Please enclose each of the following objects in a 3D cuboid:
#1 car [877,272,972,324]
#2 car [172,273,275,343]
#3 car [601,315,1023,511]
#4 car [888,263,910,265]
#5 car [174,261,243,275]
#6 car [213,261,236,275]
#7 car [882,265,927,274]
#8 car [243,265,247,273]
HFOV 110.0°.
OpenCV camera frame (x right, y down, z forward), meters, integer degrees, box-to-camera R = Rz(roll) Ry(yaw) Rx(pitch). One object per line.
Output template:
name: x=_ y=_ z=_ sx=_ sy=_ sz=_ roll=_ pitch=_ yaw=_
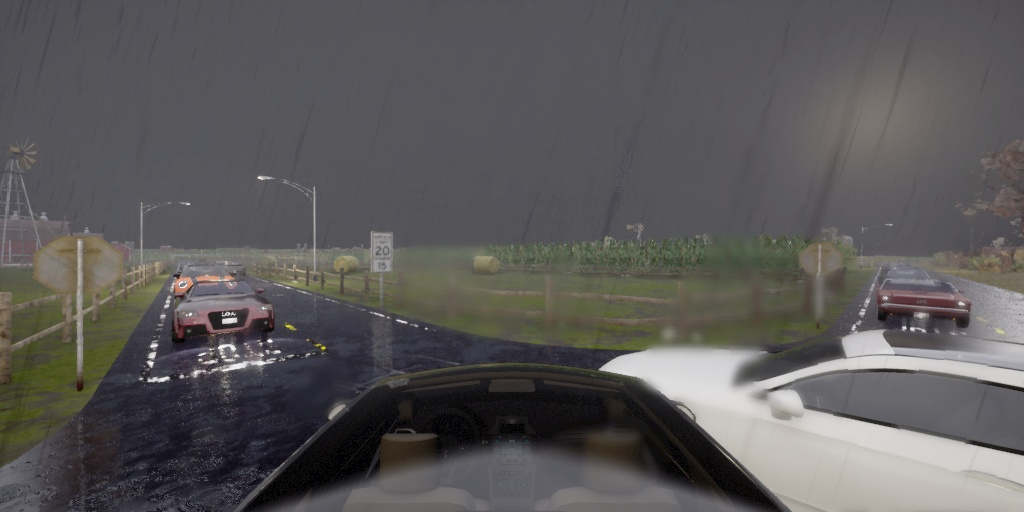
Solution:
car: x=13.342 y=1.401 z=11.796 sx=4.718 sy=1.301 sz=1.895 roll=0 pitch=1 yaw=-44
car: x=-8.091 y=1.362 z=9.987 sx=1.994 sy=1.385 sz=4.181 roll=0 pitch=0 yaw=-43
car: x=2.805 y=1.293 z=2.569 sx=1.812 sy=1.442 sz=4.674 roll=0 pitch=1 yaw=-45
car: x=26.972 y=1.409 z=24.829 sx=4.181 sy=1.385 sz=1.994 roll=0 pitch=1 yaw=-44
car: x=-13.967 y=1.154 z=16.380 sx=2.097 sy=1.767 sz=4.553 roll=0 pitch=0 yaw=-43
car: x=-34.367 y=1.343 z=42.752 sx=1.837 sy=1.490 sz=4.892 roll=0 pitch=0 yaw=-42
car: x=20.316 y=1.369 z=18.469 sx=5.357 sy=1.411 sz=2.033 roll=0 pitch=1 yaw=-44
car: x=-27.531 y=1.314 z=35.400 sx=2.128 sy=1.511 sz=4.902 roll=0 pitch=0 yaw=-42
